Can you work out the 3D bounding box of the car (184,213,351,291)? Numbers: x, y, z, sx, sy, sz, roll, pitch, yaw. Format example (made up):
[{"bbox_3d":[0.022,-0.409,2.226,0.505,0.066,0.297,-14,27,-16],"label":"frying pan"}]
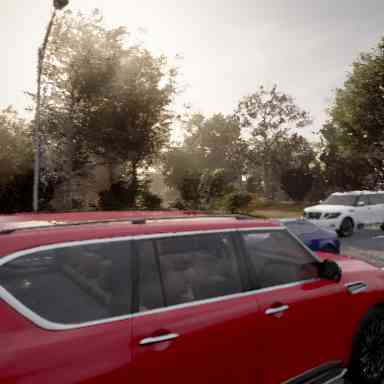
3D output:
[{"bbox_3d":[2.258,1.471,9.425,4.674,1.442,1.812,-1,1,-32],"label":"car"}]

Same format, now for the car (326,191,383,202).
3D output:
[{"bbox_3d":[8.005,1.003,16.751,5.566,2.045,2.150,-2,1,-29],"label":"car"}]

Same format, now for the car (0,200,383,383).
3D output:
[{"bbox_3d":[0.051,1.210,3.643,5.566,2.045,2.150,0,0,-35],"label":"car"}]

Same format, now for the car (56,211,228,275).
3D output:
[{"bbox_3d":[-1.532,1.503,11.171,5.357,1.411,2.033,0,0,-33],"label":"car"}]
